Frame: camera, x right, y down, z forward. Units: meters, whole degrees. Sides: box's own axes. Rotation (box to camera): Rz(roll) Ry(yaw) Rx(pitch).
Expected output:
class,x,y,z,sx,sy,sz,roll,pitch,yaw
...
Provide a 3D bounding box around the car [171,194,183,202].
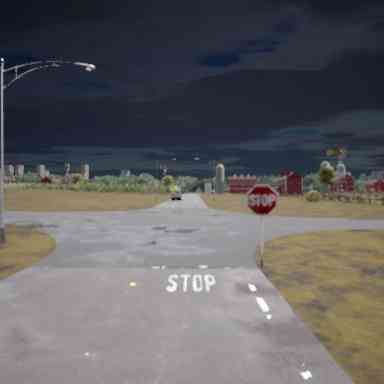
class,x,y,z,sx,sy,sz,roll,pitch,yaw
car,-2.629,0.998,57.455,1.895,1.301,4.718,0,1,0
